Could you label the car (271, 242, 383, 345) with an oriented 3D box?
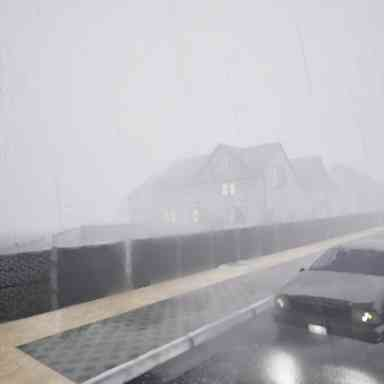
[{"bbox_3d":[3.781,1.841,7.268,2.033,1.411,5.357,-5,-4,43],"label":"car"}]
